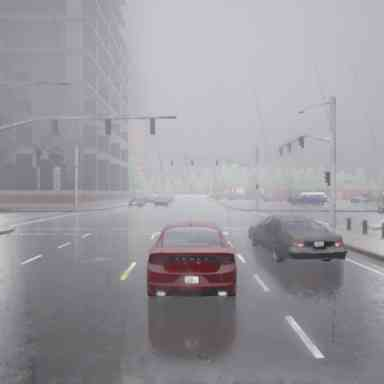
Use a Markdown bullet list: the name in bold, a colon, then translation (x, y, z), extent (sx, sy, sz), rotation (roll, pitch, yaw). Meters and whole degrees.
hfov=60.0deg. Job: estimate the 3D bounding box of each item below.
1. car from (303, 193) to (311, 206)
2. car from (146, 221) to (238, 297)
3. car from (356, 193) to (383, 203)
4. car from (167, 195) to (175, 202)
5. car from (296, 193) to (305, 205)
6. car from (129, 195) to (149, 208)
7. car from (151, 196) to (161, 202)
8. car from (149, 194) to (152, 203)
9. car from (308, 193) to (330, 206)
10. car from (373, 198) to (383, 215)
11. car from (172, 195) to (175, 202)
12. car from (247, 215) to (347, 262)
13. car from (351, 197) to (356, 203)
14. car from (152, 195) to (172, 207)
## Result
- **car**: translation (24.095, 1.412, 64.192), extent (3.905, 1.438, 1.784), rotation (0, 0, -1)
- **car**: translation (-0.012, 1.477, 8.640), extent (1.882, 1.535, 5.008), rotation (0, 0, 0)
- **car**: translation (39.038, 1.201, 72.549), extent (4.605, 1.855, 1.932), rotation (0, 0, -1)
- **car**: translation (-4.944, 1.477, 78.786), extent (1.837, 1.490, 4.892), rotation (0, 0, -1)
- **car**: translation (24.022, 1.201, 66.875), extent (4.605, 1.855, 1.932), rotation (0, 0, -1)
- **car**: translation (-8.080, 1.485, 48.900), extent (2.128, 1.511, 4.902), rotation (0, 0, -1)
- **car**: translation (-8.430, 1.542, 77.825), extent (1.994, 1.385, 4.181), rotation (0, 0, -1)
- **car**: translation (-8.259, 1.344, 63.259), extent (2.097, 1.767, 4.553), rotation (0, 0, 0)
- **car**: translation (24.118, 1.444, 61.297), extent (3.806, 1.475, 1.970), rotation (0, 0, -1)
- **car**: translation (20.557, 1.577, 32.302), extent (4.674, 1.442, 1.812), rotation (0, 0, -1)
- **car**: translation (-4.766, 1.540, 63.977), extent (2.033, 1.411, 5.357), rotation (0, 0, 0)
- **car**: translation (3.477, 1.546, 12.076), extent (2.033, 1.411, 5.357), rotation (0, 0, -4)
- **car**: translation (39.078, 1.411, 75.446), extent (3.905, 1.438, 1.784), rotation (0, 0, -1)
- **car**: translation (-4.611, 1.472, 51.209), extent (1.882, 1.535, 5.008), rotation (0, 0, -1)
